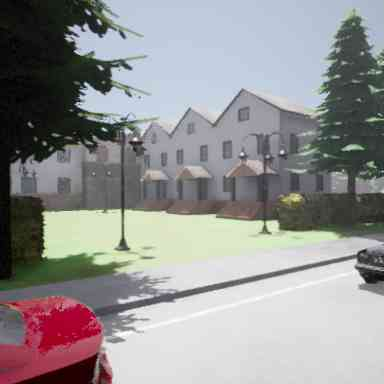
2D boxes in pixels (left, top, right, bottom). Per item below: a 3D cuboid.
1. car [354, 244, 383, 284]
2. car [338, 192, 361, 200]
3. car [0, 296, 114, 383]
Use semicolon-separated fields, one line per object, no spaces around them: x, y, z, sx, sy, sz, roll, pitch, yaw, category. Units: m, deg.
6.112;1.578;8.360;4.718;1.301;1.895;0;0;-35;car
37.077;0.926;78.496;1.932;1.855;4.605;0;0;-36;car
-2.973;1.483;1.863;5.008;1.535;1.882;0;0;-36;car
